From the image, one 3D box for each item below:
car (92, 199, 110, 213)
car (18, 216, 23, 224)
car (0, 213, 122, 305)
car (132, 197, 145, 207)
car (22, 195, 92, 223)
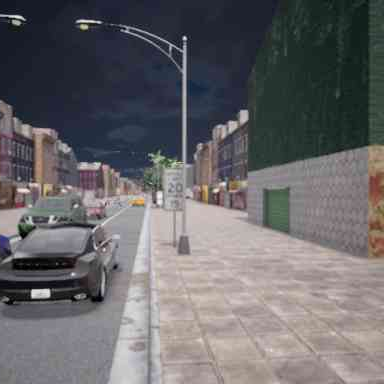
[{"bbox_3d":[-8.244,1.495,27.673,1.812,1.442,4.674,0,0,-7],"label":"car"},{"bbox_3d":[-5.687,1.504,7.415,1.812,1.442,4.674,0,0,-7],"label":"car"},{"bbox_3d":[-2.898,1.493,8.106,1.837,1.490,4.892,0,0,-7],"label":"car"},{"bbox_3d":[-8.335,1.464,51.800,1.882,1.535,5.008,0,0,-7],"label":"car"},{"bbox_3d":[-6.907,1.192,17.158,2.150,2.045,5.566,0,0,-6],"label":"car"}]
